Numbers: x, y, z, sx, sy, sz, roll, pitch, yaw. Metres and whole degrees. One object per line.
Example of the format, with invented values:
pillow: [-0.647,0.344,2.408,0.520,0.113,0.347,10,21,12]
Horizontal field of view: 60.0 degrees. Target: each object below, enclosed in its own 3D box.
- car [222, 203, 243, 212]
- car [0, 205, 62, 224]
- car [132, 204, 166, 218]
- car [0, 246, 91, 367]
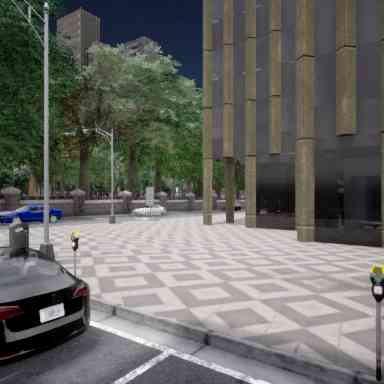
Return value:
car: [6.749,2.536,55.100,1.882,1.535,5.008,0,-1,35]
car: [-13.076,1.805,26.986,1.882,1.535,5.008,0,-1,35]
car: [-4.890,2.147,38.658,1.812,1.442,4.674,0,-1,35]
car: [-3.463,1.566,5.416,4.313,1.339,1.947,0,0,35]
